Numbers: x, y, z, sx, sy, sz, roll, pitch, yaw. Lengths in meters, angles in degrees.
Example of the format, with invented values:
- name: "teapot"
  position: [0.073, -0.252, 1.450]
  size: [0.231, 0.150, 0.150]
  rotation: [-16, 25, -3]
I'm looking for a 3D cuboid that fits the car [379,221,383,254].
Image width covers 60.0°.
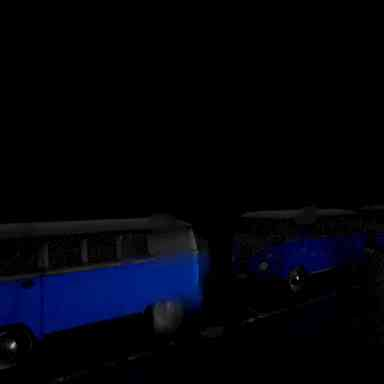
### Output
- name: "car"
  position: [6.996, 1.487, 8.229]
  size: [4.902, 1.511, 2.128]
  rotation: [0, 0, -35]

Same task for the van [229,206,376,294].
- name: "van"
  position: [2.782, 1.339, 8.520]
  size: [3.998, 1.788, 1.690]
  rotation: [0, -1, -35]

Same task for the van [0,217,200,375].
- name: "van"
  position: [-1.770, 1.341, 5.283]
  size: [3.998, 1.788, 1.690]
  rotation: [0, -1, -35]

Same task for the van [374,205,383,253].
- name: "van"
  position: [7.334, 1.336, 11.757]
  size: [3.998, 1.788, 1.690]
  rotation: [0, -1, -35]
